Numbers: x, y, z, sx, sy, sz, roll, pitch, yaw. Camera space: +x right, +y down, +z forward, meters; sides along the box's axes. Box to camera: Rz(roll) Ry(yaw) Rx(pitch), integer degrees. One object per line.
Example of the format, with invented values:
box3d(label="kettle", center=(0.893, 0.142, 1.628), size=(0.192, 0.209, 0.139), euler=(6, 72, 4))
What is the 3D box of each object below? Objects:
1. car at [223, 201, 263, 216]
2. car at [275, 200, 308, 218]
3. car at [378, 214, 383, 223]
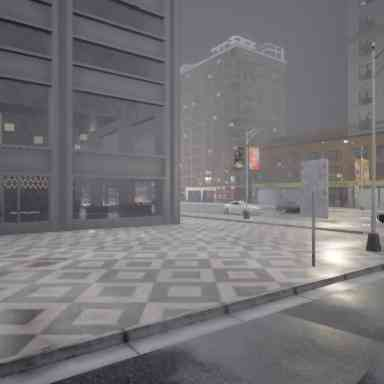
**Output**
box3d(label="car", center=(4.996, 1.614, 33.298), size=(1.812, 1.442, 4.674), euler=(0, 0, -36))
box3d(label="car", center=(10.219, 1.562, 31.612), size=(2.128, 1.511, 4.902), euler=(0, 0, -36))
box3d(label="car", center=(13.912, 1.625, 19.914), size=(1.895, 1.301, 4.718), euler=(0, 0, -26))
